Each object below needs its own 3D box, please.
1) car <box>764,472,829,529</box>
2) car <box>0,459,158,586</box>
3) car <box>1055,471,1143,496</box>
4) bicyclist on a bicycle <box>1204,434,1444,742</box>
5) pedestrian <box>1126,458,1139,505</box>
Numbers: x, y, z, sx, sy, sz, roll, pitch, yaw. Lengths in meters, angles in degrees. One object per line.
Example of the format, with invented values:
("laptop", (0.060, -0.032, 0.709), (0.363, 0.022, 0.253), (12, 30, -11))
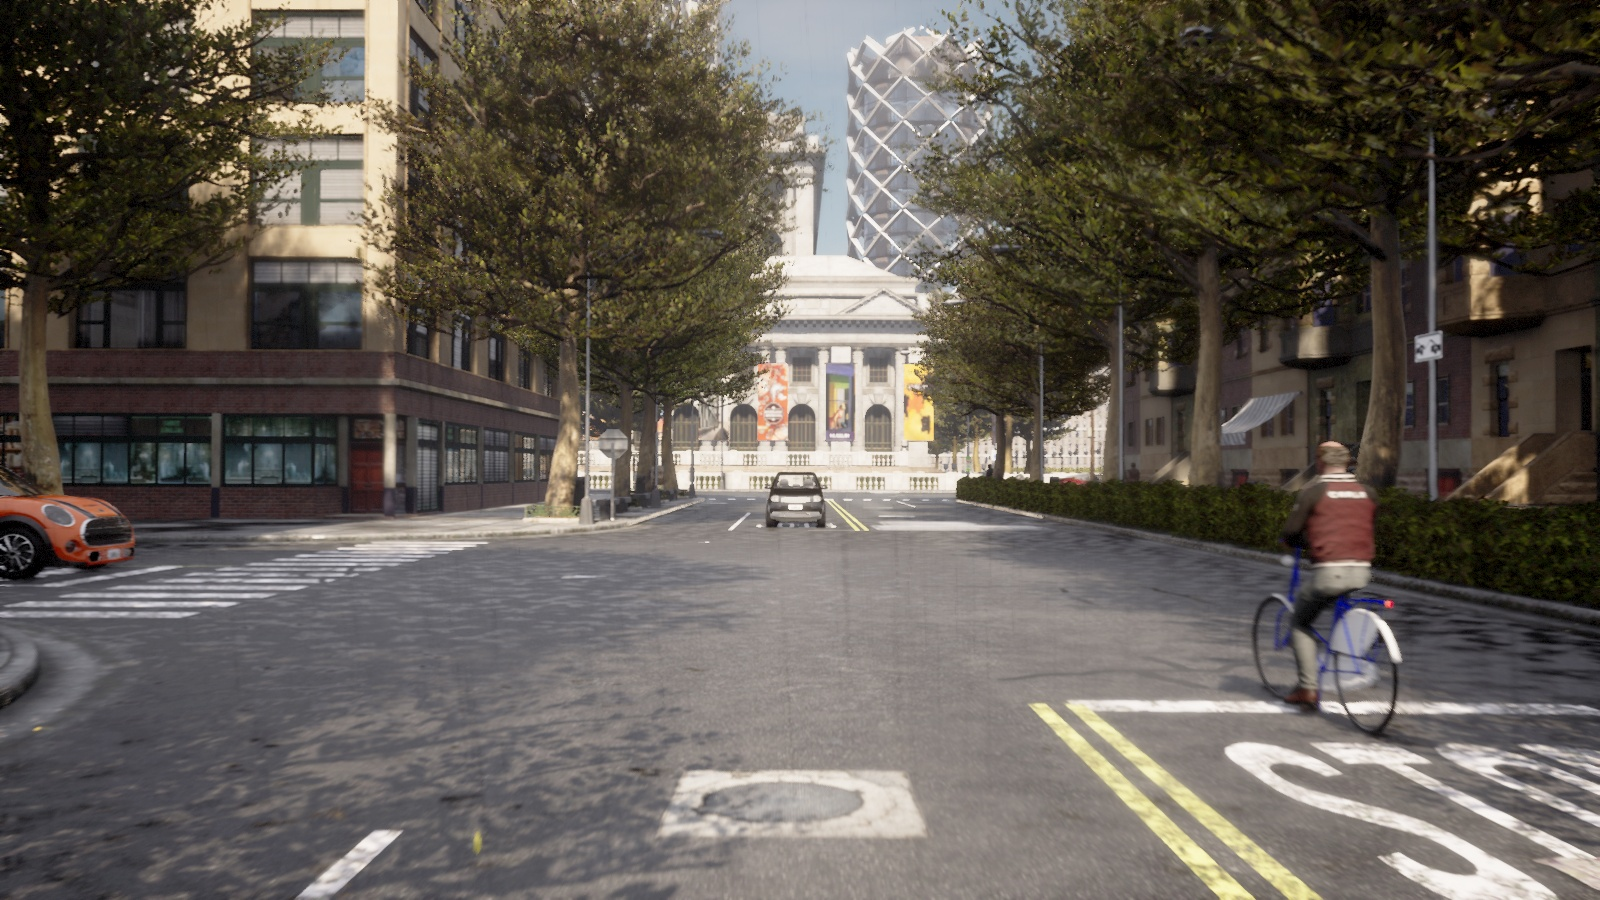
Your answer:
("car", (-0.097, 1.398, 36.115), (1.789, 1.549, 3.705), (0, -1, 0))
("car", (-12.277, 1.032, 18.489), (4.553, 1.767, 2.097), (0, -1, -1))
("car", (18.322, 2.032, 77.127), (4.792, 1.488, 2.163), (0, -1, -8))
("bicyclist on a bicycle", (3.339, 0.809, 8.207), (0.659, 1.776, 1.843), (0, -1, -5))
("pedestrian", (13.354, 1.263, 50.485), (0.331, 1.846, 0.634), (0, -1, 0))
